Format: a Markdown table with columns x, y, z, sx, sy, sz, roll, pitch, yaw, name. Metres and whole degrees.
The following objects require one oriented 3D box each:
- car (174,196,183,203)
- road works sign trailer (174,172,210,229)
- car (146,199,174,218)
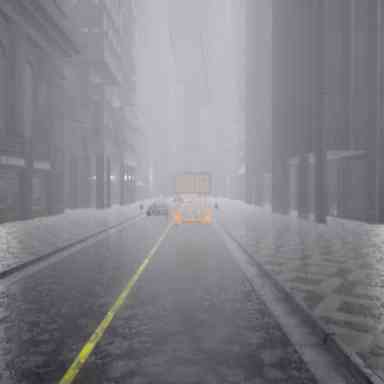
| x | y | z | sx | sy | sz | roll | pitch | yaw | name |
| --- | --- | --- | --- | --- | --- | --- | --- | --- | --- |
| -2.986 | 1.559 | 71.588 | 1.994 | 1.385 | 4.181 | 0 | 0 | 0 | car |
| 0.014 | 0.502 | 21.814 | 2.380 | 3.560 | 2.880 | 0 | 0 | 1 | road works sign trailer |
| -3.086 | 1.612 | 31.019 | 1.994 | 1.385 | 4.181 | 0 | 0 | 0 | car |
